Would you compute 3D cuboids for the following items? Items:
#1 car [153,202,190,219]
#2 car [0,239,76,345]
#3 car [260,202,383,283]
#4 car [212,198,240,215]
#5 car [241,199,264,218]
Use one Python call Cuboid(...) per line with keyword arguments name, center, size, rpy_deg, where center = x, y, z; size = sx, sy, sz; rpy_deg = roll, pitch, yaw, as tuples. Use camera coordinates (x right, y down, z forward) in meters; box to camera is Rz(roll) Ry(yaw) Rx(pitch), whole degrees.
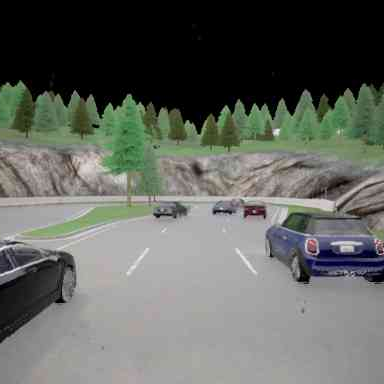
Cuboid(name="car", center=(-1.740, 1.547, 29.247), size=(2.033, 1.411, 5.357), rpy_deg=(0, 0, 15))
Cuboid(name="car", center=(-3.400, 1.491, 5.239), size=(2.128, 1.511, 4.902), rpy_deg=(0, 0, 0))
Cuboid(name="car", center=(3.607, 1.351, 9.848), size=(2.097, 1.767, 4.553), rpy_deg=(0, 0, 0))
Cuboid(name="car", center=(3.410, 1.564, 34.334), size=(1.994, 1.385, 4.181), rpy_deg=(0, 0, 15))
Cuboid(name="car", center=(5.887, 1.477, 30.305), size=(1.882, 1.535, 5.008), rpy_deg=(0, 0, 15))
